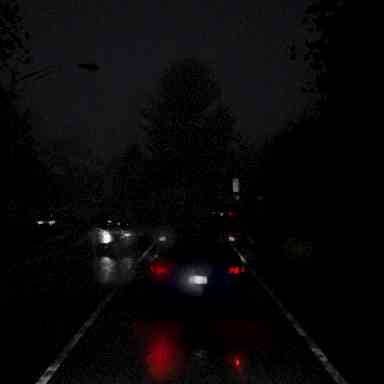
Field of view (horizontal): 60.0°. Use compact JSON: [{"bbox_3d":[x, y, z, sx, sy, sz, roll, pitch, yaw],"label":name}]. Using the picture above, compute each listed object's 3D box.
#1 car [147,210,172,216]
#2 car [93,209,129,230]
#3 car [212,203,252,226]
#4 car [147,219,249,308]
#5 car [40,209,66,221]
[{"bbox_3d":[-6.194,4.095,63.420,4.718,1.301,1.895,1,-3,-9],"label":"car"},{"bbox_3d":[-6.274,2.111,25.546,1.837,1.490,4.892,3,-4,-28],"label":"car"},{"bbox_3d":[3.544,2.023,29.178,2.150,2.045,5.566,-2,-3,25],"label":"car"},{"bbox_3d":[0.126,1.565,7.957,1.994,1.385,4.181,0,-1,0],"label":"car"},{"bbox_3d":[-19.583,3.238,47.141,1.882,1.535,5.008,-1,-3,3],"label":"car"}]
